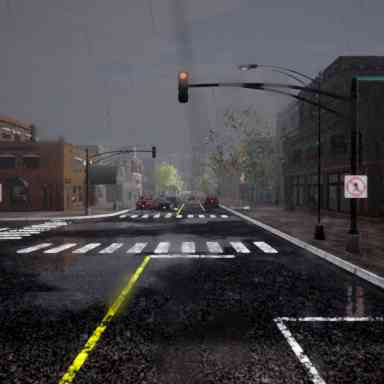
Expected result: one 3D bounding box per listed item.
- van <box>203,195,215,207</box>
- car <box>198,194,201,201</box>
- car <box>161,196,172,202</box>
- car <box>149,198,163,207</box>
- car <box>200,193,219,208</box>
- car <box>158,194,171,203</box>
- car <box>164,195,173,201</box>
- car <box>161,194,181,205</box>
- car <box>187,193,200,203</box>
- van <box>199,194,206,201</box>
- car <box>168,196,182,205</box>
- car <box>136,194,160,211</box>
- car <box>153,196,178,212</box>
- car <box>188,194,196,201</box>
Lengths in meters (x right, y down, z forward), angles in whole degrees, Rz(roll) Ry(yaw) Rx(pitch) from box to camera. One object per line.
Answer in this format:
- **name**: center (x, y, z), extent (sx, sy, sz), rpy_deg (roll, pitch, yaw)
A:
- **van**: center (2.699, 1.329, 52.531), extent (1.690, 1.788, 3.998), rpy_deg (-1, 0, 0)
- **car**: center (2.703, 1.536, 63.619), extent (2.008, 1.369, 4.403), rpy_deg (-1, 0, 0)
- **car**: center (-5.675, 1.547, 74.709), extent (1.947, 1.339, 4.313), rpy_deg (-1, 0, 0)
- **car**: center (-5.680, 1.570, 52.533), extent (1.802, 1.307, 4.206), rpy_deg (-1, 0, 0)
- **car**: center (2.697, 1.304, 46.987), extent (2.192, 1.841, 5.009), rpy_deg (-1, 0, 0)
- **car**: center (-5.678, 1.298, 69.165), extent (2.192, 1.841, 5.009), rpy_deg (-1, 0, 0)
- **car**: center (-5.674, 1.524, 80.253), extent (1.887, 1.381, 4.507), rpy_deg (-1, 0, 0)
- **car**: center (-3.056, 1.467, 48.697), extent (1.882, 1.535, 5.008), rpy_deg (0, 0, 0)
- **car**: center (0.015, 1.475, 67.431), extent (2.128, 1.511, 4.902), rpy_deg (0, 0, 0)
- **van**: center (2.706, 1.319, 85.795), extent (1.690, 1.788, 3.998), rpy_deg (-1, 0, 0)
- **car**: center (-2.989, 1.478, 58.827), extent (2.128, 1.511, 4.902), rpy_deg (0, 0, 0)
- **car**: center (-5.684, 1.306, 41.444), extent (2.192, 1.841, 5.009), rpy_deg (-1, 0, 0)
- **car**: center (-3.085, 1.556, 38.897), extent (1.994, 1.385, 4.181), rpy_deg (0, 0, 0)
- **car**: center (0.018, 1.355, 77.847), extent (1.882, 1.535, 5.008), rpy_deg (0, 0, 0)
